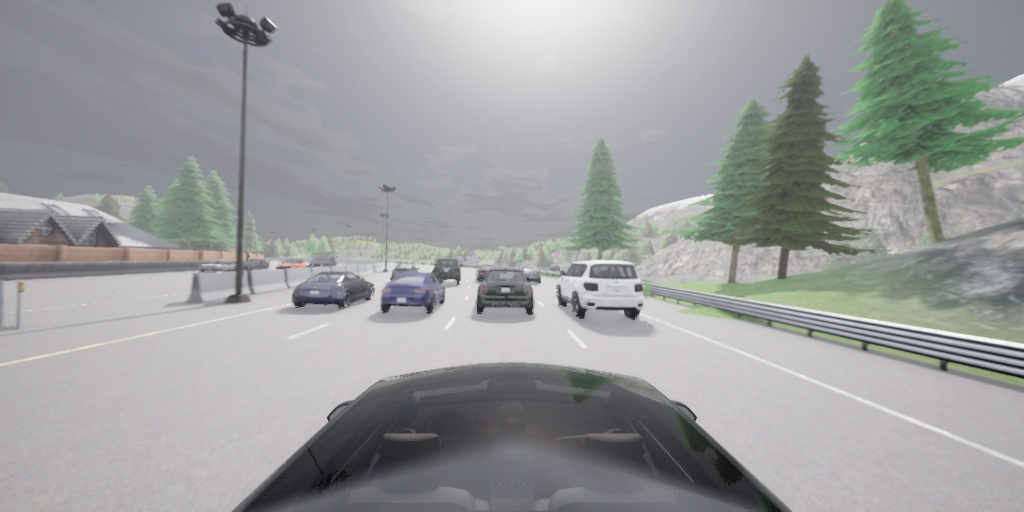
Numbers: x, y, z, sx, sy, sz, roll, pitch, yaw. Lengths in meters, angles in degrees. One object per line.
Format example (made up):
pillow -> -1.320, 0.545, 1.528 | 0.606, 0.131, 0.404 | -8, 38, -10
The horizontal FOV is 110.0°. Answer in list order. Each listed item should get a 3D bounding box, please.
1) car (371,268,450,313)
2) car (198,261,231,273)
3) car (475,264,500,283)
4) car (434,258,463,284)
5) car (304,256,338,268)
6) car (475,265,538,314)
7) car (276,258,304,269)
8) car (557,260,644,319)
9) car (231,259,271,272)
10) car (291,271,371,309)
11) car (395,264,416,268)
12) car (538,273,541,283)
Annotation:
car -> -3.795, 1.352, 14.281 | 1.812, 1.442, 4.674 | 1, -1, -3
car -> -32.378, 1.163, 39.744 | 1.895, 1.301, 4.718 | 1, -1, -14
car -> -2.344, 1.558, 33.182 | 1.882, 1.535, 5.008 | 1, 0, -9
car -> -5.334, 1.204, 29.749 | 2.150, 2.045, 5.566 | 1, 0, -8
car -> -22.215, 1.017, 42.343 | 2.150, 2.045, 5.566 | 1, -1, -14
car -> -0.326, 1.251, 14.828 | 2.097, 1.767, 4.553 | 1, -1, -3
car -> -25.804, 1.074, 42.168 | 2.097, 1.767, 4.553 | 1, -1, -14
car -> 3.230, 1.187, 14.147 | 2.150, 2.045, 5.566 | 1, 0, -3
car -> -28.942, 1.141, 40.338 | 1.837, 1.490, 4.892 | 1, 0, -14
car -> -7.354, 1.329, 15.169 | 1.994, 1.385, 4.181 | 1, -1, -3
car -> -9.001, 1.410, 30.560 | 2.128, 1.511, 4.902 | 1, -1, -8
car -> 1.302, 1.710, 32.543 | 1.994, 1.385, 4.181 | 1, -1, -9
